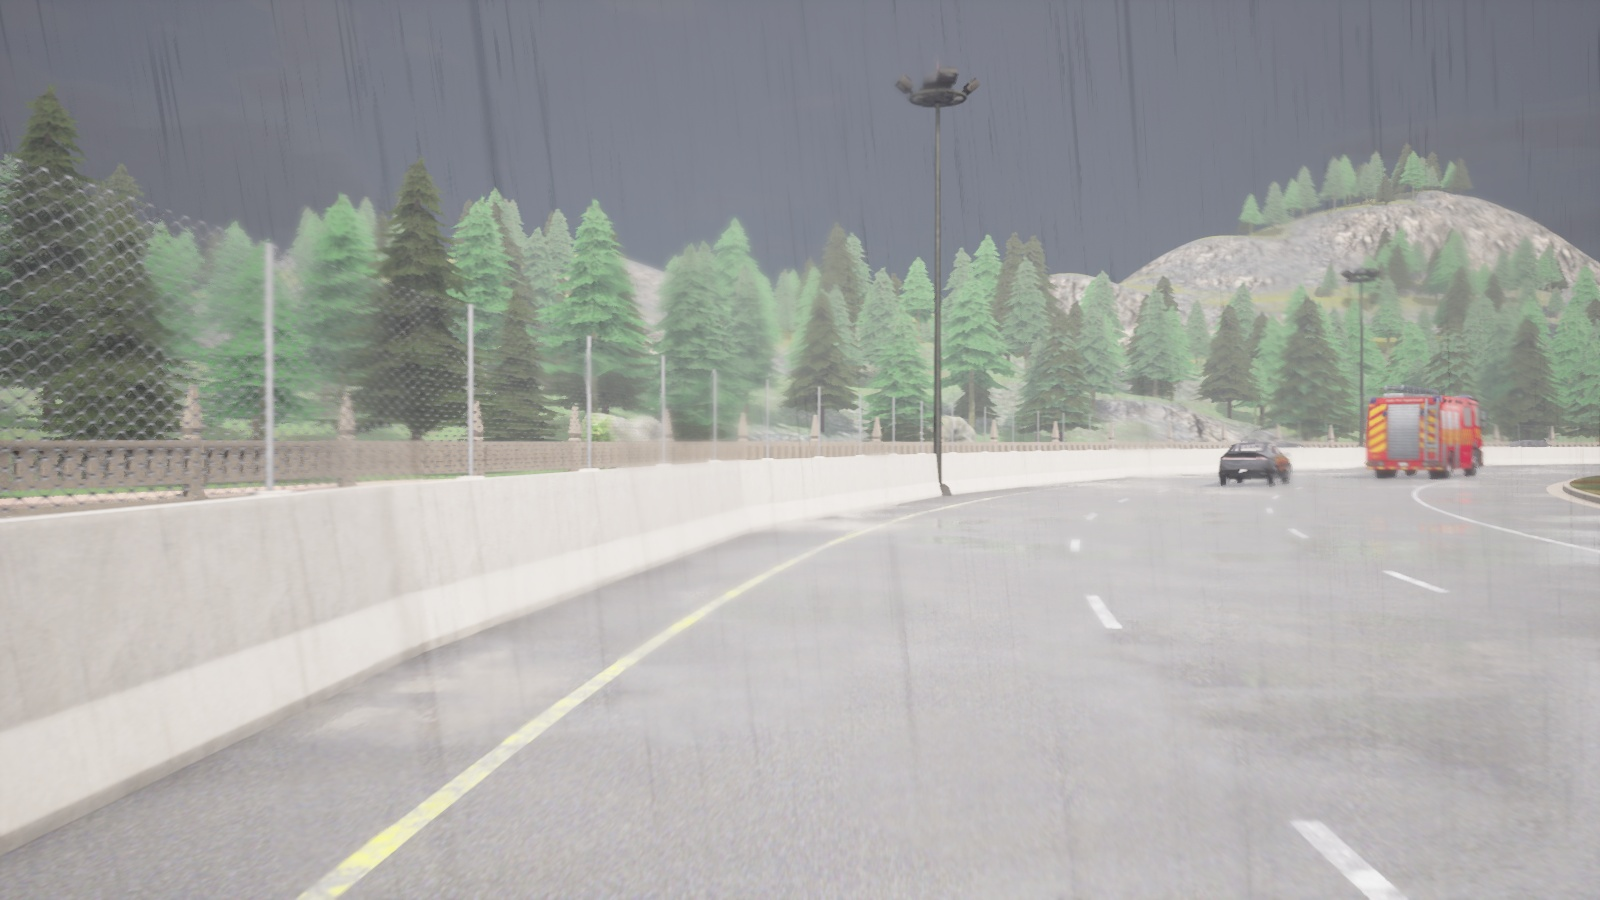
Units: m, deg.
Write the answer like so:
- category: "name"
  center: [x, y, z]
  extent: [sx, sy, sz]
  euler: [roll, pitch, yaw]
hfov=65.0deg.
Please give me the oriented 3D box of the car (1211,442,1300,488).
- category: "car"
  center: [16.071, 0.476, 44.149]
  extent: [2.128, 1.511, 4.902]
  euler: [0, 0, 30]

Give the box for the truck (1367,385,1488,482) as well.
- category: "truck"
  center: [27.026, -0.684, 53.858]
  extent: [2.891, 3.827, 8.468]
  euler: [0, 0, 39]
